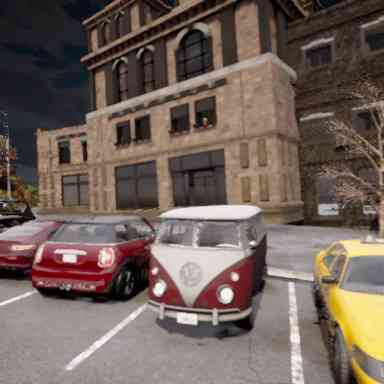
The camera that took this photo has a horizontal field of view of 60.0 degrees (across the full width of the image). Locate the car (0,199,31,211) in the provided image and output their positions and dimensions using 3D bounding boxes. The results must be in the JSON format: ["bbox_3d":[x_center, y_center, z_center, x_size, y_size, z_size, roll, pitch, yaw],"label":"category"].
[{"bbox_3d":[-9.164,1.332,13.990,2.435,2.045,5.566,0,-1,16],"label":"car"}]

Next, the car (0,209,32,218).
[{"bbox_3d":[-6.730,1.584,12.295,2.163,1.488,4.792,0,-1,16],"label":"car"}]

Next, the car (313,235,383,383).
[{"bbox_3d":[2.950,1.494,5.112,1.946,1.575,5.366,1,-1,16],"label":"car"}]

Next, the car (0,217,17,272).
[{"bbox_3d":[-4.308,1.571,10.515,2.002,1.452,4.674,0,-1,16],"label":"car"}]

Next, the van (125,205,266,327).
[{"bbox_3d":[0.535,1.275,6.921,1.878,1.987,4.442,0,-1,16],"label":"van"}]

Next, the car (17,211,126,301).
[{"bbox_3d":[-1.886,1.388,8.747,2.185,1.767,4.553,0,-1,16],"label":"car"}]
